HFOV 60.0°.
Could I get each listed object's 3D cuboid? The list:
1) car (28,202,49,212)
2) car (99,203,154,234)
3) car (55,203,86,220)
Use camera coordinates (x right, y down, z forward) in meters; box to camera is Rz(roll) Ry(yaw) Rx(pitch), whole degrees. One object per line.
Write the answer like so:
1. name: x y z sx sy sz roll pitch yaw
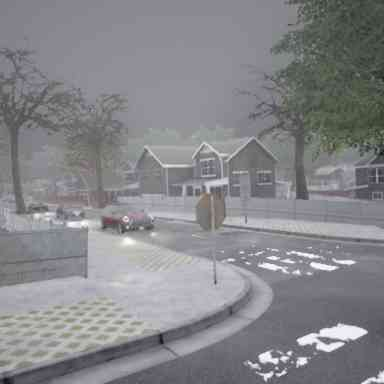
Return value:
1. car: -20.698 2.045 44.781 1.895 1.301 4.718 -3 1 -35
2. car: -4.225 1.543 21.131 2.097 1.767 4.553 -3 2 -35
3. car: -11.677 1.791 31.767 2.128 1.511 4.902 -3 2 -35
